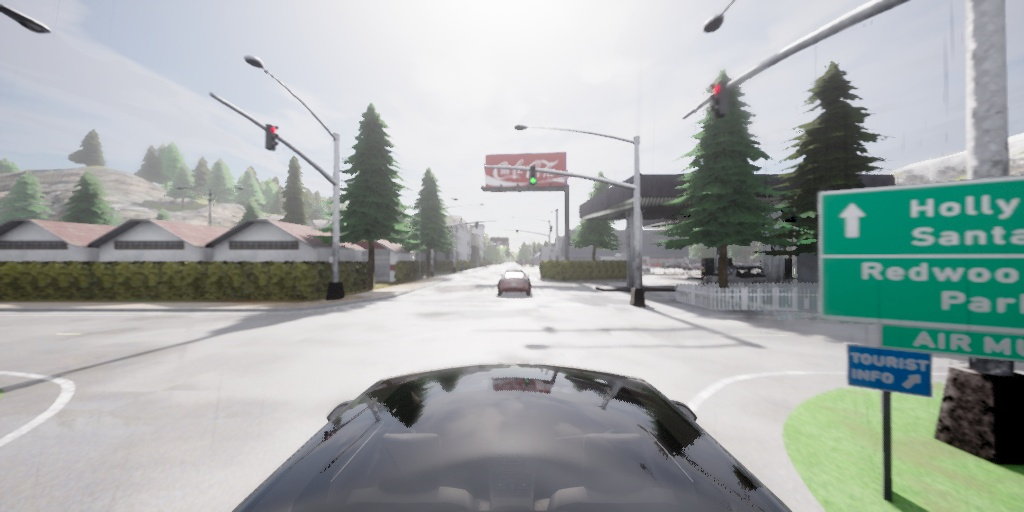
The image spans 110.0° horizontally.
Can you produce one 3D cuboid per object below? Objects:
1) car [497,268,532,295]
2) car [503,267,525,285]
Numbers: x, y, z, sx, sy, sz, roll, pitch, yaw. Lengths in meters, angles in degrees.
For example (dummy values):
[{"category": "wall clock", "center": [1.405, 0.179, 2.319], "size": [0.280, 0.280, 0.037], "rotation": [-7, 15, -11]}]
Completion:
[{"category": "car", "center": [0.191, 1.566, 21.969], "size": [1.994, 1.385, 4.181], "rotation": [0, -1, 2]}, {"category": "car", "center": [0.149, 1.796, 33.397], "size": [1.895, 1.301, 4.718], "rotation": [1, 1, 0]}]
